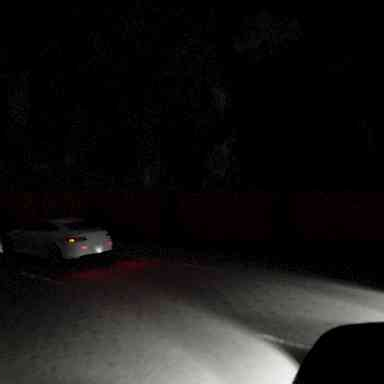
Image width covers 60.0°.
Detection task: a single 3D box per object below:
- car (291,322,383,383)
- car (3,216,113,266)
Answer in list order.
[{"bbox_3d":[2.739,1.557,2.060,4.181,1.385,1.994,0,0,35],"label":"car"},{"bbox_3d":[-4.782,1.588,11.704,4.674,1.442,1.812,0,0,35],"label":"car"}]
